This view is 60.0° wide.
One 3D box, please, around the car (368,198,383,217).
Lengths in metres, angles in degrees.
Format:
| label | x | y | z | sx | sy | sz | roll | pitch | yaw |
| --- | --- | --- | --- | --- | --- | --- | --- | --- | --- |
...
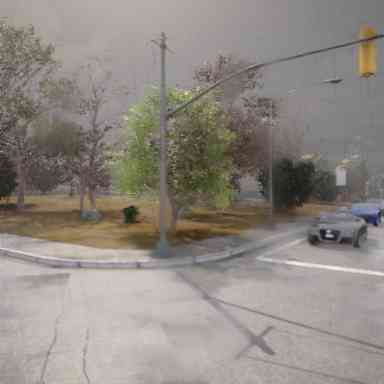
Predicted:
| label | x | y | z | sx | sy | sz | roll | pitch | yaw |
| --- | --- | --- | --- | --- | --- | --- | --- | --- | --- |
| car | 17.430 | 1.378 | 31.863 | 2.097 | 1.767 | 4.553 | 0 | 0 | 33 |

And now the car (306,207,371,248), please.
| label | x | y | z | sx | sy | sz | roll | pitch | yaw |
| --- | --- | --- | --- | --- | --- | --- | --- | --- | --- |
| car | 6.590 | 1.565 | 14.951 | 1.994 | 1.385 | 4.181 | 0 | 0 | 34 |

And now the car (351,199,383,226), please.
| label | x | y | z | sx | sy | sz | roll | pitch | yaw |
| --- | --- | --- | --- | --- | --- | --- | --- | --- | --- |
| car | 12.171 | 1.481 | 23.540 | 1.882 | 1.535 | 5.008 | 0 | 0 | 32 |
